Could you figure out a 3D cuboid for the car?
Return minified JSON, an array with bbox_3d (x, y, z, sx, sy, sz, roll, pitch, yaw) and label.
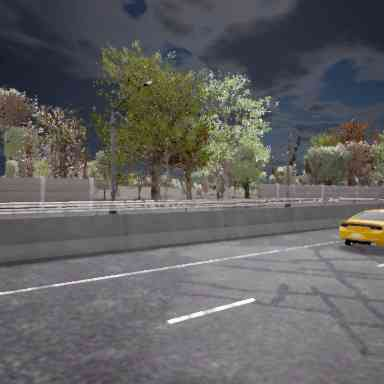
[{"bbox_3d":[8.269,1.484,14.067,5.008,1.535,1.882,0,0,-35],"label":"car"}]
